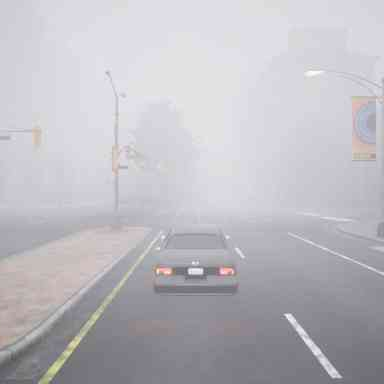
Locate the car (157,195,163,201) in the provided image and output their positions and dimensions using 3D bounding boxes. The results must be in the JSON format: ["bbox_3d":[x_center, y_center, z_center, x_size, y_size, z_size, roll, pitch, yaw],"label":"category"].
[{"bbox_3d":[-7.904,1.524,70.898,1.812,1.442,4.674,0,0,0],"label":"car"}]

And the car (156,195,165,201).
[{"bbox_3d":[-7.885,1.500,84.767,1.837,1.490,4.892,0,0,0],"label":"car"}]

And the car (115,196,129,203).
[{"bbox_3d":[-14.656,1.595,69.450,1.895,1.301,4.718,0,0,0],"label":"car"}]

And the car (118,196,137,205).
[{"bbox_3d":[-11.488,1.491,59.647,2.128,1.511,4.902,0,0,0],"label":"car"}]

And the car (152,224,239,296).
[{"bbox_3d":[0.086,1.547,8.801,2.033,1.411,5.357,0,0,0],"label":"car"}]

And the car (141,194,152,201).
[{"bbox_3d":[-11.387,1.355,83.296,2.097,1.767,4.553,0,0,0],"label":"car"}]

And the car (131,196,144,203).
[{"bbox_3d":[-11.406,1.525,69.901,2.128,1.511,4.902,0,0,0],"label":"car"}]

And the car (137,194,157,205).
[{"bbox_3d":[-7.993,1.563,58.962,1.994,1.385,4.181,0,0,1],"label":"car"}]
